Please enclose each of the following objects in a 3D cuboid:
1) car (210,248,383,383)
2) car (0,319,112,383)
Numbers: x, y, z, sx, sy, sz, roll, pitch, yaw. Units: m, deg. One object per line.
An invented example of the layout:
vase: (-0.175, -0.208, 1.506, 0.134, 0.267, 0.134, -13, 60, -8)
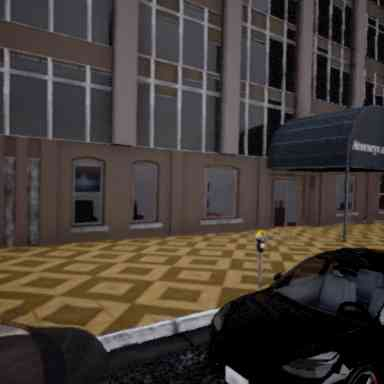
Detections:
car: (2.268, 1.520, 4.480, 4.313, 1.339, 1.947, 1, 1, -34)
car: (-2.469, 1.428, 1.341, 4.403, 1.369, 2.008, 1, 1, -34)
